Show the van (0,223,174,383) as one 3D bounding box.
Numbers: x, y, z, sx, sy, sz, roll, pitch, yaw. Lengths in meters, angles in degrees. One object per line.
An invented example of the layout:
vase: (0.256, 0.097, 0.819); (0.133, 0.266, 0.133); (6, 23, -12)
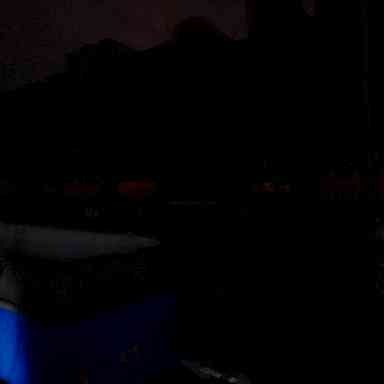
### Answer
van: (-2.111, 1.362, 4.332); (3.998, 1.788, 1.690); (0, -1, 36)

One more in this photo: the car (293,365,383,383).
car: (2.398, 1.537, 1.111); (4.507, 1.381, 1.887); (0, -1, 36)
